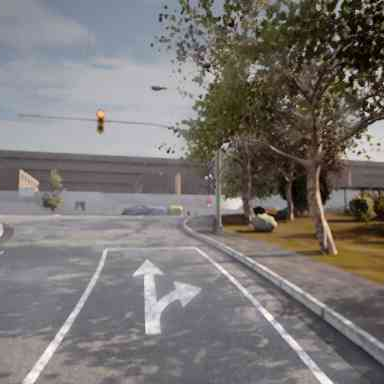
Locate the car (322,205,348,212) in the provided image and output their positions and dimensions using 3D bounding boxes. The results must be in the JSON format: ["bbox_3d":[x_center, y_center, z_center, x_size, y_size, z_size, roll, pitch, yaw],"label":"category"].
[{"bbox_3d":[24.954,3.198,56.080,4.902,1.511,2.128,1,-6,-16],"label":"car"}]

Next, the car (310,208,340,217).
[{"bbox_3d":[25.798,3.972,64.616,2.097,1.535,5.008,4,-8,-36],"label":"car"}]

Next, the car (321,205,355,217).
[{"bbox_3d":[28.639,3.764,65.478,2.435,2.045,5.566,3,-7,-36],"label":"car"}]

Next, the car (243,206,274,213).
[{"bbox_3d":[11.574,3.769,60.358,1.946,1.575,5.366,4,-8,-36],"label":"car"}]

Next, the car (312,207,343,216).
[{"bbox_3d":[23.959,3.482,58.889,4.892,1.490,1.837,1,-5,-16],"label":"car"}]

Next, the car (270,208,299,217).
[{"bbox_3d":[17.178,3.892,62.165,2.163,1.488,4.792,3,-7,-36],"label":"car"}]

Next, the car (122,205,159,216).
[{"bbox_3d":[-5.877,2.154,37.981,4.181,1.385,1.994,1,-5,-16],"label":"car"}]

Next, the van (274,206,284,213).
[{"bbox_3d":[14.397,3.589,61.256,1.878,1.987,4.442,4,-8,-36],"label":"van"}]
